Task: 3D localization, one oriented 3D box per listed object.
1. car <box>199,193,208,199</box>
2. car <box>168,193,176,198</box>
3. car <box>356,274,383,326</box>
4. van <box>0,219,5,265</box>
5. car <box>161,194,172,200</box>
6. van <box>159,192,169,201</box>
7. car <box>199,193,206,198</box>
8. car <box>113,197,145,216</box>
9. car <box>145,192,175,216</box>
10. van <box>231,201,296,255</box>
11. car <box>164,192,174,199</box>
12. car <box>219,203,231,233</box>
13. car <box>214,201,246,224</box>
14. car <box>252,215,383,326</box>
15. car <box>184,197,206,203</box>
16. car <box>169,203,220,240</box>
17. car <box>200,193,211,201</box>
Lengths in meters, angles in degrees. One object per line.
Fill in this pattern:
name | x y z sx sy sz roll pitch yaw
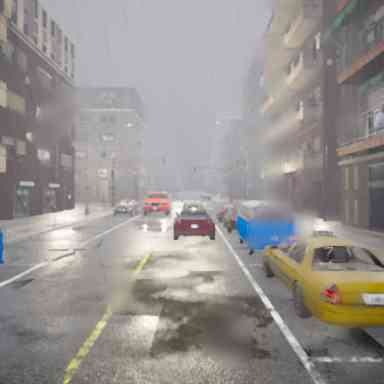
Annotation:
car | 2.906 0.952 84.607 2.008 1.369 4.403 1 0 0
car | -5.442 0.927 90.349 1.947 1.339 4.313 1 0 0
car | 2.667 1.557 1.216 1.947 1.339 4.313 1 0 0
van | -5.682 1.293 6.951 1.690 1.788 3.998 1 0 0
car | -5.537 1.049 73.337 1.947 1.339 4.313 1 0 0
van | -5.640 0.865 67.673 1.690 1.788 3.998 1 0 0
car | 2.937 0.943 90.277 1.802 1.307 4.206 1 0 0
car | -5.795 1.344 29.630 2.008 1.369 4.403 1 0 0
car | -3.026 0.997 30.101 2.150 2.045 5.566 0 0 0
van | 2.661 1.254 12.555 1.690 1.788 3.998 1 0 0
car | -5.504 0.883 79.007 1.967 1.590 4.097 1 0 0
car | 2.652 1.455 18.228 1.802 1.307 4.206 1 0 0
car | 2.647 1.416 23.898 1.802 1.307 4.206 1 0 0
car | 2.663 1.476 7.056 1.752 1.417 4.829 1 0 0
car | 0.076 1.382 31.436 1.895 1.301 4.718 0 0 0
car | 0.090 1.449 16.421 1.994 1.385 4.181 0 0 -1
car | 2.909 1.085 66.020 2.008 1.369 4.403 1 0 0
